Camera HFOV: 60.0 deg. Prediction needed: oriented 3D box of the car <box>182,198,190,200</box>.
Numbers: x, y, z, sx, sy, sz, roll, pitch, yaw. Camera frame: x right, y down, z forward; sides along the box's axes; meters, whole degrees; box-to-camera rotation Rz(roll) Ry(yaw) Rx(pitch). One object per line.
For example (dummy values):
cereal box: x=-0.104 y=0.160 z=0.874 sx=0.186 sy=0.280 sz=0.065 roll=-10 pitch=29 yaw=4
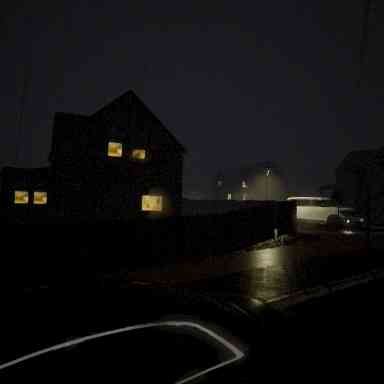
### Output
car: x=-1.295 y=1.725 z=42.316 sx=2.150 sy=2.045 sz=5.566 roll=3 pitch=-2 yaw=-21

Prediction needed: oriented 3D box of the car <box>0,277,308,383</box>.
car: x=-1.262 y=1.505 z=2.171 sx=4.892 sy=1.490 sz=1.837 roll=0 pitch=0 yaw=-36

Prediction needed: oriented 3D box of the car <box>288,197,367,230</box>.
car: x=8.572 y=1.357 z=21.958 sx=2.150 sy=2.045 sz=5.566 roll=3 pitch=-3 yaw=-31
